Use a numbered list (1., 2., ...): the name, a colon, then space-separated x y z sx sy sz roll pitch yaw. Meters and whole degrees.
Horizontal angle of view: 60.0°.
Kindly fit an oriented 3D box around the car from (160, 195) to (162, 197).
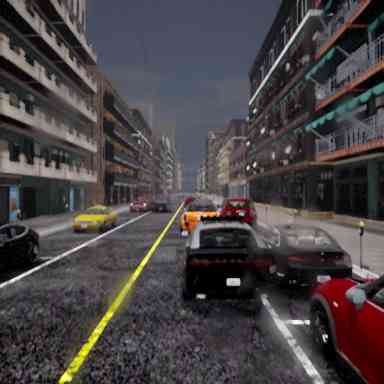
1. car: -5.770 1.470 48.402 1.802 1.307 4.206 0 0 0

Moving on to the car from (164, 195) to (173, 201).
1. car: -5.827 1.347 82.220 1.887 1.381 4.507 0 0 0

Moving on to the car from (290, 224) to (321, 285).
1. car: 2.678 1.531 8.957 2.008 1.369 4.403 0 0 0

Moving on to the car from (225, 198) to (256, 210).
1. car: 2.660 1.270 20.229 2.192 1.841 5.009 0 0 0

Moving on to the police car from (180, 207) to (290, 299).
1. police car: 0.749 1.405 8.566 1.930 1.638 5.238 0 0 0

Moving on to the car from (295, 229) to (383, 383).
1. car: 2.688 1.433 3.321 1.967 1.590 4.097 0 0 0

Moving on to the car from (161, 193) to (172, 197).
1. car: -5.807 1.147 70.946 2.192 1.841 5.009 0 0 0

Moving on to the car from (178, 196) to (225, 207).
1. car: 0.586 1.315 18.486 2.097 1.767 4.553 0 0 4

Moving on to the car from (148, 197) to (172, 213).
1. car: -3.156 1.484 35.252 1.994 1.385 4.181 0 0 0

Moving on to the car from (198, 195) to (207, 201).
1. car: 2.553 1.347 82.230 1.887 1.381 4.507 0 0 0

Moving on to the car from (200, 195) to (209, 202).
1. car: 2.572 1.357 71.127 1.752 1.417 4.829 0 0 0

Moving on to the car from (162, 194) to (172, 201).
1. car: -5.818 1.257 76.582 1.967 1.590 4.097 0 0 0

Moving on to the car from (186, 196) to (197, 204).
1. car: -0.100 1.463 59.031 1.895 1.301 4.718 0 0 0

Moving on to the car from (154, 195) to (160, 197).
1. car: -5.759 1.217 42.765 2.192 1.841 5.009 0 0 0

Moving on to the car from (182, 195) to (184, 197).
1. car: -0.061 1.373 45.689 1.882 1.535 5.008 0 0 0

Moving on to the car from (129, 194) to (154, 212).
1. car: -5.751 1.356 37.129 1.967 1.590 4.097 0 0 0

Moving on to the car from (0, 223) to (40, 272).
1. car: -5.703 1.547 8.945 1.947 1.339 4.313 0 0 0

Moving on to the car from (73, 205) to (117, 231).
1. car: -5.722 1.481 20.049 1.752 1.417 4.829 0 0 0
